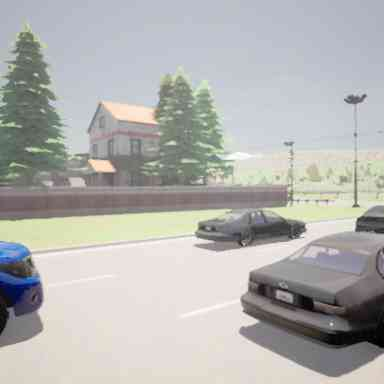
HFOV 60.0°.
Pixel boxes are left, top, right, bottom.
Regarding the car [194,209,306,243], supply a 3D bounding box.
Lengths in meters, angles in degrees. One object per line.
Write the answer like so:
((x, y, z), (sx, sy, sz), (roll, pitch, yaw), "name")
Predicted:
((2.662, 1.424, 14.312), (5.357, 1.411, 2.033), (-1, 0, -36), "car")

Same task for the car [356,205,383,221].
((9.115, 1.308, 14.661), (4.892, 1.490, 1.837), (-1, 0, -36), "car")

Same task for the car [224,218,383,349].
((3.310, 1.472, 6.146), (5.357, 1.411, 2.033), (-1, 0, -36), "car")

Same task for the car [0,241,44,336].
((-5.079, 1.250, 4.472), (5.566, 2.045, 2.150), (-1, 1, -34), "car")
